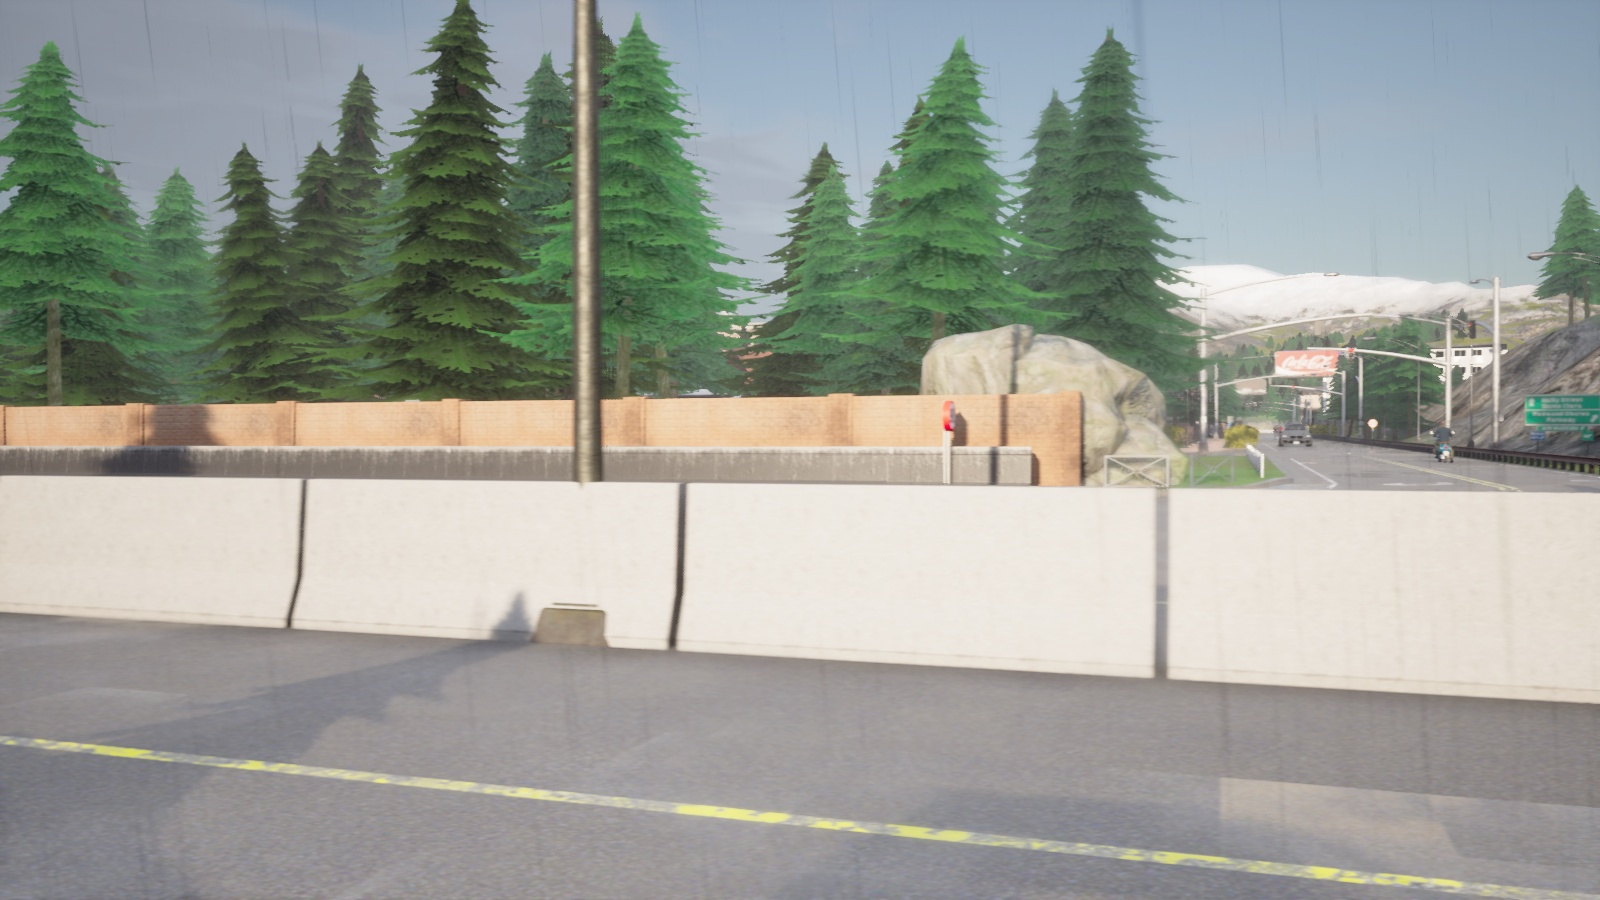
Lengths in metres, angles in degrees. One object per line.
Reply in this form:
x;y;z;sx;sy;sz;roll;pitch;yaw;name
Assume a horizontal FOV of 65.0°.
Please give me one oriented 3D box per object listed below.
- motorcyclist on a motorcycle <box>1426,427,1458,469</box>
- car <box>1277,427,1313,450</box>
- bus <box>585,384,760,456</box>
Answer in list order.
24.947;-0.104;48.813;0.866;1.590;1.817;1;1;19;motorcyclist on a motorcycle
36.184;-0.860;91.829;2.242;1.667;4.611;1;1;19;car
-8.004;-1.877;78.850;10.273;4.253;3.944;1;1;23;bus
